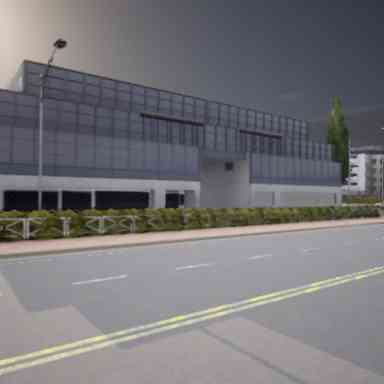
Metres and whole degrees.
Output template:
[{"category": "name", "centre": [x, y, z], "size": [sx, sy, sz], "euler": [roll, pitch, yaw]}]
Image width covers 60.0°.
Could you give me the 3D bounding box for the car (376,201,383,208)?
[{"category": "car", "centre": [34.766, 2.297, 58.809], "size": [1.895, 1.301, 4.718], "euler": [1, 0, -2]}]
